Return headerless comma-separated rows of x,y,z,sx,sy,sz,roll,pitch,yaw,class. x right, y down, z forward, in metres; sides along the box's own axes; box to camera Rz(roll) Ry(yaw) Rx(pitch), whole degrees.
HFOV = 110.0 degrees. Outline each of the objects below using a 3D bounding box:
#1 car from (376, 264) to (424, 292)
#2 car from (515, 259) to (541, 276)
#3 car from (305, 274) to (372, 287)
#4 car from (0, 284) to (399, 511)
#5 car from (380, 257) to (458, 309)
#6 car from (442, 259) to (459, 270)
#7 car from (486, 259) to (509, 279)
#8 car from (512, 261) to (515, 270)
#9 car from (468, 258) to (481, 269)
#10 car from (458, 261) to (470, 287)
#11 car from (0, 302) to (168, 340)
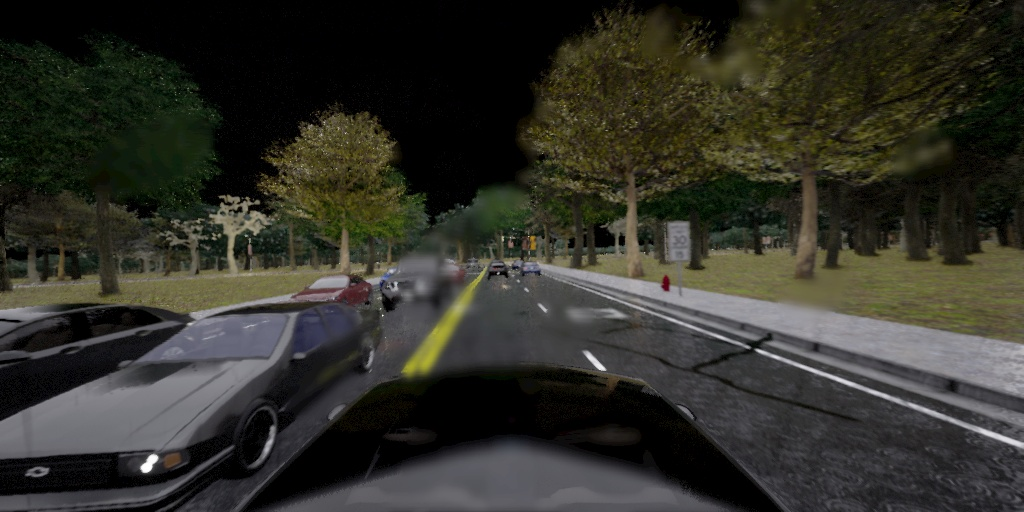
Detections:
-7.596,1.457,24.857,1.882,1.535,5.008,-2,0,-2,car
1.740,1.197,35.822,2.033,1.411,5.357,-2,0,-2,car
-7.109,1.500,14.595,1.812,1.442,4.674,-2,0,-3,car
-3.400,1.408,5.060,2.033,1.411,5.357,-2,0,-3,car
-3.926,1.088,15.773,2.150,2.045,5.566,-2,0,-3,car
-8.803,1.138,51.739,1.812,1.442,4.674,-2,0,-3,car
-1.321,1.260,33.685,1.837,1.490,4.892,-2,0,-3,car
1.008,1.195,52.180,1.994,1.385,4.181,-2,0,-2,car
-5.558,1.030,51.894,2.128,1.511,4.902,-2,0,-3,car
-4.392,1.348,25.929,1.882,1.535,5.008,-2,0,-2,car
-6.640,1.474,4.709,1.837,1.490,4.892,-2,0,-3,car
